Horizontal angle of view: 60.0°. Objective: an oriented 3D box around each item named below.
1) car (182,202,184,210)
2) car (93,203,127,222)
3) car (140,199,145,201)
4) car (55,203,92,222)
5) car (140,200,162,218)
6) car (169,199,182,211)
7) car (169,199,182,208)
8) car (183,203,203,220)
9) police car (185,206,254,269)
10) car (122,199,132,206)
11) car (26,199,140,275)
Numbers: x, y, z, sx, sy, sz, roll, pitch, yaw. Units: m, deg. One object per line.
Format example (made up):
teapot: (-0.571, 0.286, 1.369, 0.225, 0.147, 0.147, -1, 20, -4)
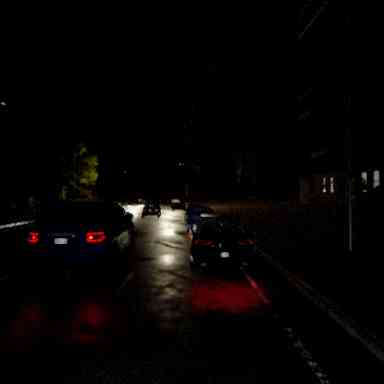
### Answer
car: (0.311, 1.770, 27.686, 1.812, 1.442, 4.674, 0, -1, -3)
car: (-7.425, 1.816, 30.570, 2.033, 1.411, 5.357, 0, -1, -3)
car: (-10.876, 2.232, 72.651, 2.128, 1.511, 4.902, 0, -1, -6)
car: (-10.673, 1.769, 30.308, 1.837, 1.490, 4.892, 0, 0, -3)
car: (-4.167, 1.855, 34.410, 2.033, 1.411, 5.357, 0, -1, -3)
car: (-1.910, 2.010, 47.836, 1.994, 1.385, 4.181, 0, -1, -4)
car: (-3.095, 2.080, 61.305, 2.128, 1.511, 4.902, 0, -1, -6)
car: (0.560, 1.667, 21.636, 1.882, 1.535, 5.008, 0, -1, -2)
police car: (0.844, 1.527, 11.657, 1.930, 1.638, 5.238, 0, 0, -1)
car: (-14.101, 2.224, 72.246, 1.812, 1.442, 4.674, 0, -1, -6)
car: (-3.280, 1.318, 10.880, 2.150, 2.045, 5.566, 0, 0, -1)
